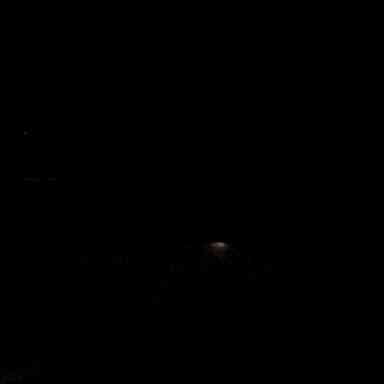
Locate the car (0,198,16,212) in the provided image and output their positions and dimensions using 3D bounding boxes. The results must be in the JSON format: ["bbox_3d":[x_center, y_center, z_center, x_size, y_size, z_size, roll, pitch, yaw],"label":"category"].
[{"bbox_3d":[-21.654,1.469,35.479,1.752,1.417,4.829,1,1,35],"label":"car"}]

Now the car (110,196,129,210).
[{"bbox_3d":[-8.268,1.426,39.566,1.802,1.307,4.206,1,1,35],"label":"car"}]

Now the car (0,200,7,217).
[{"bbox_3d":[-17.636,1.602,26.431,1.947,1.339,4.313,1,1,35],"label":"car"}]

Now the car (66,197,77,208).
[{"bbox_3d":[-15.513,1.368,44.089,2.008,1.369,4.403,1,1,35],"label":"car"}]

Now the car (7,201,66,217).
[{"bbox_3d":[-14.513,1.525,30.810,2.008,1.369,4.403,1,1,35],"label":"car"}]

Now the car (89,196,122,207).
[{"bbox_3d":[-12.493,1.318,48.324,1.947,1.339,4.313,1,1,35],"label":"car"}]

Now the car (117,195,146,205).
[{"bbox_3d":[-9.471,1.252,52.560,1.947,1.339,4.313,1,1,35],"label":"car"}]
